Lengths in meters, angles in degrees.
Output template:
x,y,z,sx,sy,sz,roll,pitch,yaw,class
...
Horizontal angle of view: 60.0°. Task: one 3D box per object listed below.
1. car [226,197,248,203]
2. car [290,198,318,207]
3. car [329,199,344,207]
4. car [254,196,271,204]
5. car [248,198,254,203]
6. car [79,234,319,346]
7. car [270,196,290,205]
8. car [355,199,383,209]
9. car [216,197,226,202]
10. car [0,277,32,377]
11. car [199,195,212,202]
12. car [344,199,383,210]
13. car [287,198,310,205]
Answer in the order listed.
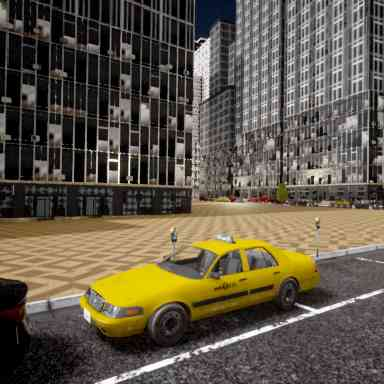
x,y,z,sx,sy,sz,roll,pitch,yaw,class
9.938,1.729,74.275,1.967,1.590,4.097,1,-1,-22,car
18.374,1.715,53.559,2.008,1.369,4.403,1,-1,-22,car
25.601,1.839,56.702,1.752,1.417,4.829,1,-1,-22,car
17.228,1.753,77.272,2.192,1.841,5.009,1,-1,-22,car
15.114,2.051,82.450,1.802,1.307,4.206,1,-1,-22,car
0.420,1.528,6.330,4.829,1.417,1.752,0,1,-35,car
16.266,1.636,58.739,1.967,1.590,4.097,1,-1,-22,car
27.776,1.833,51.363,2.008,1.369,4.403,1,-1,-22,car
7.892,1.845,79.296,1.752,1.417,4.829,1,-1,-22,car
-3.944,1.565,3.272,4.313,1.339,1.947,0,1,-36,car
3.612,1.698,89.813,2.192,1.841,5.009,1,-1,-22,car
22.592,1.653,43.201,2.008,1.369,4.403,1,-1,-22,car
21.445,1.926,66.907,2.008,1.369,4.403,1,-1,-22,car
